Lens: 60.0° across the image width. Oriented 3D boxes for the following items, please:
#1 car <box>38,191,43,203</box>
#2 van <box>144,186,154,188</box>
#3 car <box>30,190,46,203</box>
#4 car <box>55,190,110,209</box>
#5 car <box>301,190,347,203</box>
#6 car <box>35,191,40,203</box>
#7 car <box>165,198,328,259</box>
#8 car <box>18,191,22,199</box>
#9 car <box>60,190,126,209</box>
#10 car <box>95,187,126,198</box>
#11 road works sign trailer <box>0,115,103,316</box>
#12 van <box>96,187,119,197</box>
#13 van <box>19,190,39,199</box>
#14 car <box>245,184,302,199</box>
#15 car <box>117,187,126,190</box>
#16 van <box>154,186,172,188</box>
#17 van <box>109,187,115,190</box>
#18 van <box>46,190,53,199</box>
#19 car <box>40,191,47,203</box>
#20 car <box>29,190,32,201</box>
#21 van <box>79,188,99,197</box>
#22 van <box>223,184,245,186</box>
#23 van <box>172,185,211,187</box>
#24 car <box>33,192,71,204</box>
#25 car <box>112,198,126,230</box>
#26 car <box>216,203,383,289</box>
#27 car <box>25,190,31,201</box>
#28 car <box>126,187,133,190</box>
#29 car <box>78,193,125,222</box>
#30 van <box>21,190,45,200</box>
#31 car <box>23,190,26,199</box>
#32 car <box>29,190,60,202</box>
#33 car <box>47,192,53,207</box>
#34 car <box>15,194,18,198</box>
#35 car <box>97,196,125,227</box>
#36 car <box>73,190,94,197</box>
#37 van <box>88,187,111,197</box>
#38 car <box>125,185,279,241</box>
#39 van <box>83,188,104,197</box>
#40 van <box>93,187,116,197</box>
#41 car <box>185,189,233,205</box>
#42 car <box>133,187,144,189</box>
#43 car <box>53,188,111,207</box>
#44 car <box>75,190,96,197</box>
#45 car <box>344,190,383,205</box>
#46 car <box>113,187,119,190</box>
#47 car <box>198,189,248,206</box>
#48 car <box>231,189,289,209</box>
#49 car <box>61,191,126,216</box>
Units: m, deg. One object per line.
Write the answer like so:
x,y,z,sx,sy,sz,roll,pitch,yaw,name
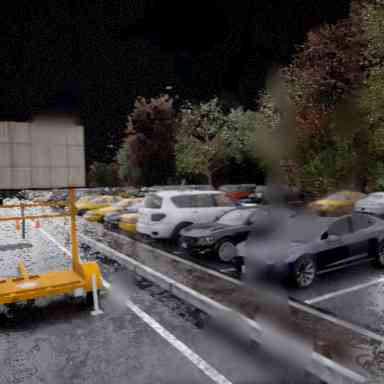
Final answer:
-16.494,0.893,42.165,4.792,1.488,2.163,-3,2,-31,car
-3.874,0.161,46.312,4.442,1.987,1.878,-3,2,-31,van
-19.457,0.839,46.863,5.366,1.575,1.946,-3,2,-31,car
-9.405,0.939,30.230,4.892,1.521,2.231,-2,2,-31,car
10.180,0.653,22.455,5.366,1.575,1.946,-3,2,-31,car
-17.908,0.879,44.554,4.792,1.488,2.163,-3,2,-31,car
1.914,1.217,11.137,5.008,1.535,2.097,-3,2,-31,car
-32.006,0.463,68.468,5.566,2.045,2.435,-3,2,-31,car
-7.831,0.953,27.946,5.366,1.575,1.946,-3,2,-31,car
-16.559,0.011,67.920,5.566,2.045,2.435,-3,2,-31,car
-3.275,0.369,6.424,2.380,3.560,2.880,-2,2,-31,road works sign trailer
-17.845,0.018,70.379,4.442,1.987,1.878,-3,2,-31,van
-41.808,0.688,85.229,4.442,1.987,1.878,-3,1,-31,van
7.536,0.322,27.322,5.566,2.045,2.435,-3,2,-31,car
-9.415,0.329,55.910,5.008,1.535,2.097,-3,2,-31,car
-2.262,0.165,44.047,4.442,1.987,1.878,-3,2,-31,van
-12.202,0.071,60.843,4.442,1.987,1.878,-3,2,-31,van
-13.549,0.659,37.455,4.442,1.987,1.878,-3,2,-31,van
-15.080,0.906,39.776,4.792,1.488,2.163,-3,2,-31,car
-22.131,0.810,51.733,4.892,1.521,2.231,-3,2,-31,car
-26.232,0.099,84.564,4.442,1.987,1.878,-3,1,-31,van
4.726,0.270,32.241,4.442,1.987,1.878,-3,2,-31,van
0.374,0.204,39.151,4.442,1.987,1.878,-3,2,-31,van
-20.706,0.823,49.350,4.892,1.521,2.231,-3,2,-31,car
-0.760,1.133,16.005,5.366,1.575,1.946,-3,2,-31,car
3.300,1.286,8.732,4.792,1.488,2.163,-3,2,-31,car
-23.699,0.799,54.030,5.366,1.575,1.946,-3,2,-31,car
-6.619,0.105,51.124,5.566,2.045,2.435,-3,2,-31,car
-3.908,1.072,20.593,5.366,1.575,1.946,-3,2,-31,car
-34.946,0.541,73.161,4.442,1.987,1.878,-3,1,-31,van
-27.786,0.755,61.290,5.008,1.535,2.097,-3,2,-31,car
-24.984,0.657,56.495,4.553,1.767,2.185,-3,2,-31,car
-12.202,0.931,35.027,4.792,1.488,2.163,-3,2,-31,car
-40.482,0.887,82.785,5.008,1.535,2.097,-3,1,-31,car
-2.329,1.106,18.303,4.892,1.521,2.231,-3,2,-31,car
-29.146,0.391,89.273,5.008,1.535,2.097,-3,1,-31,car
-20.871,0.000,75.035,4.442,1.987,1.878,-3,1,-31,van
0.513,0.928,13.529,5.566,2.045,2.435,-3,2,-31,car
-23.615,0.045,79.676,4.442,1.987,1.878,-3,1,-31,van
-19.192,0.005,72.655,4.442,1.987,1.878,-3,2,-31,van
1.901,0.473,36.859,4.792,1.488,2.163,-3,2,-31,car
-5.209,0.119,48.740,5.566,2.045,2.435,-3,2,-31,car
-10.793,0.791,32.638,4.553,1.767,2.185,-3,2,-31,car
-27.738,0.361,86.888,4.892,1.521,2.231,-3,1,-31,car
11.750,0.727,20.166,4.674,1.452,2.002,-3,2,-31,car
-10.881,0.355,58.407,4.674,1.452,2.002,-3,2,-31,car
3.246,0.497,34.588,4.792,1.488,2.163,-3,2,-31,car
6.083,0.567,29.685,4.792,1.488,2.163,-3,2,-31,car
-6.798,0.997,25.475,5.366,1.575,1.946,-3,2,-31,car
